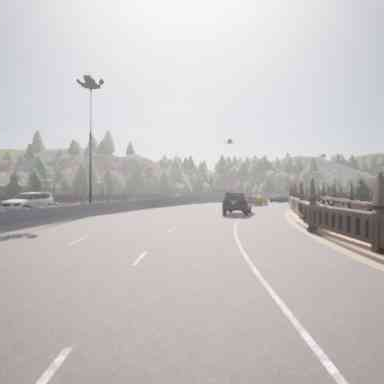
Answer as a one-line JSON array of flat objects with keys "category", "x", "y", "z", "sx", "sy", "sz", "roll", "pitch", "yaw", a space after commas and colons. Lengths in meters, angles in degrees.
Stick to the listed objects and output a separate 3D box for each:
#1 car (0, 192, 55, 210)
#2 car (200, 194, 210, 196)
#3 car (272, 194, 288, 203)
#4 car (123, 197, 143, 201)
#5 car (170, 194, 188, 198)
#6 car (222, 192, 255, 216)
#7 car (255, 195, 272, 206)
[{"category": "car", "x": -15.011, "y": 1.029, "z": 30.577, "sx": 2.150, "sy": 2.045, "sz": 5.566, "roll": 0, "pitch": 0, "yaw": 13}, {"category": "car", "x": 2.503, "y": 1.129, "z": 69.074, "sx": 1.895, "sy": 1.301, "sz": 4.718, "roll": 0, "pitch": 0, "yaw": 34}, {"category": "car", "x": 14.539, "y": 1.088, "z": 55.880, "sx": 1.994, "sy": 1.385, "sz": 4.181, "roll": 0, "pitch": 0, "yaw": 34}, {"category": "car", "x": -7.531, "y": 1.277, "z": 43.230, "sx": 1.994, "sy": 1.385, "sz": 4.181, "roll": 0, "pitch": 0, "yaw": 21}, {"category": "car", "x": -2.654, "y": 1.080, "z": 67.862, "sx": 2.128, "sy": 1.511, "sz": 4.902, "roll": 0, "pitch": 0, "yaw": 34}, {"category": "car", "x": 4.117, "y": 0.986, "z": 30.092, "sx": 2.150, "sy": 2.045, "sz": 5.566, "roll": 0, "pitch": 0, "yaw": 15}, {"category": "car", "x": 9.294, "y": 1.091, "z": 46.928, "sx": 1.882, "sy": 1.535, "sz": 5.008, "roll": 0, "pitch": 0, "yaw": 29}]
